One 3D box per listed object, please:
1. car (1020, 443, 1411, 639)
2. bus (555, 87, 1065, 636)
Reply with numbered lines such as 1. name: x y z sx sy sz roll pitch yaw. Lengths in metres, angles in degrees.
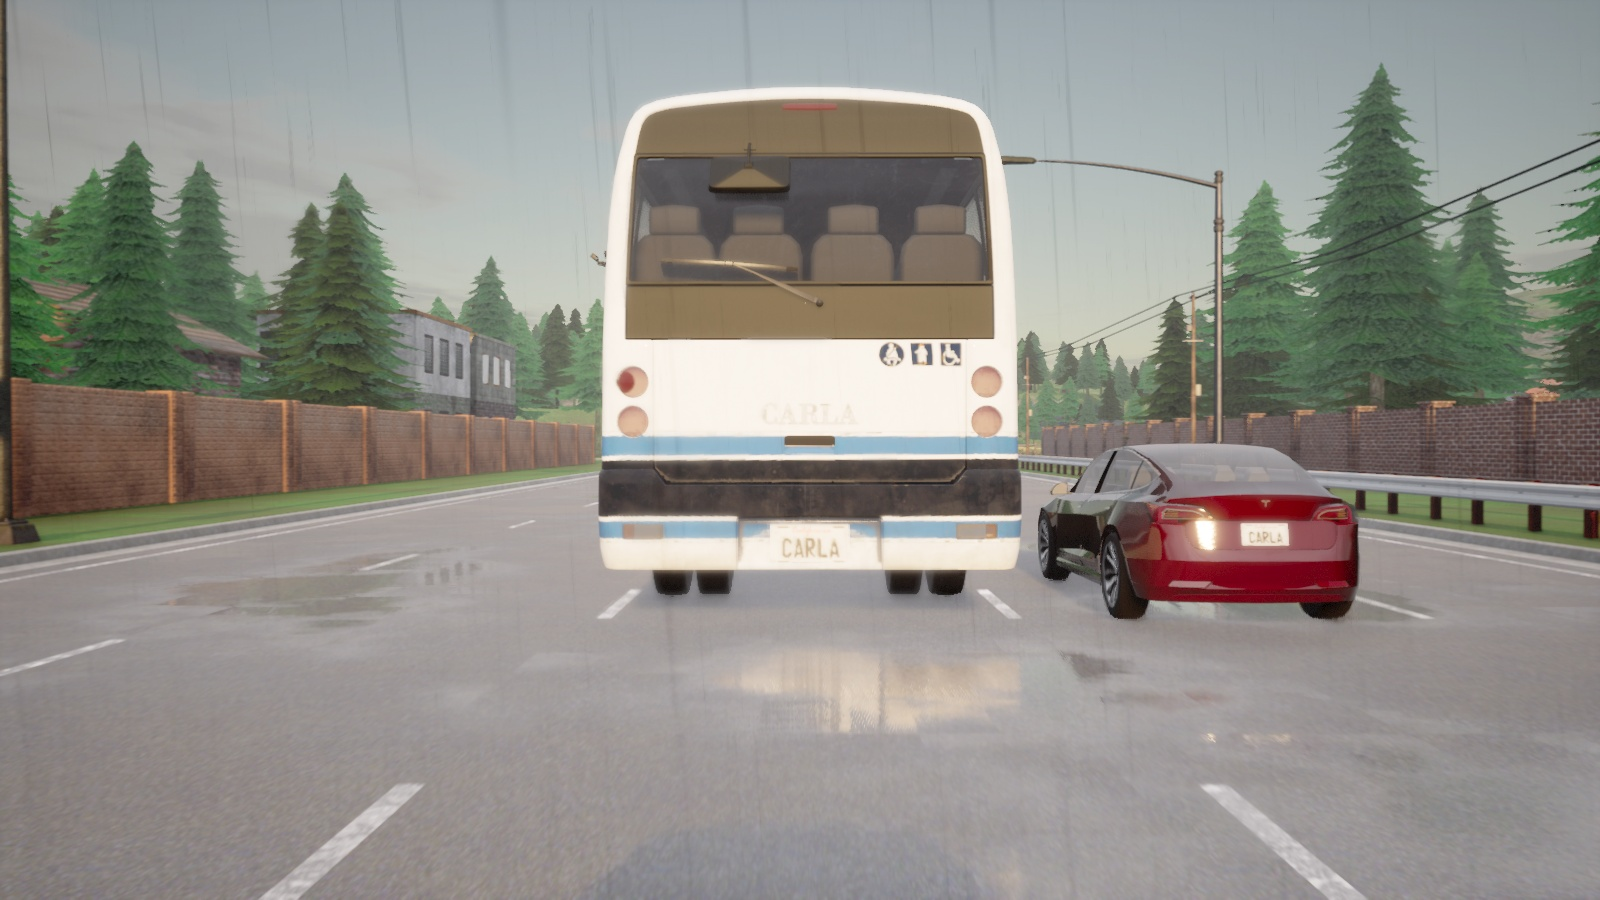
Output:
1. car: 3.587 0.682 11.972 2.163 1.488 4.792 0 0 0
2. bus: 0.106 -0.714 14.866 3.944 4.253 10.273 0 0 0
